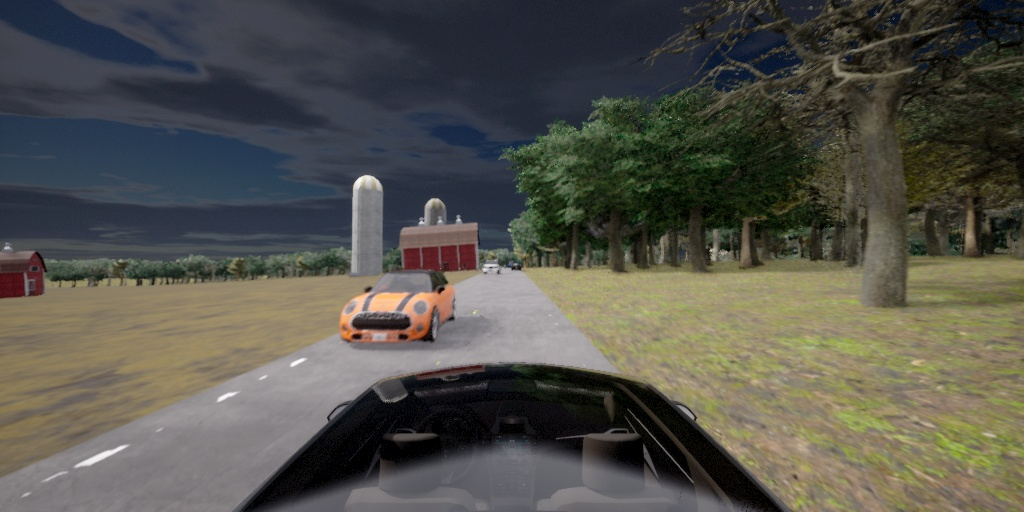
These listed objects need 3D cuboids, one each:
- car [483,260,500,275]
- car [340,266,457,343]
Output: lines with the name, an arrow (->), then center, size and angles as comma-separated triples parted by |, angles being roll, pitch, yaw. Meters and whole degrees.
car -> -2.838, 1.545, 50.059 | 2.150, 2.045, 5.566 | 0, -1, 0
car -> -2.854, 1.179, 9.983 | 2.097, 1.767, 4.553 | 0, -1, 0
